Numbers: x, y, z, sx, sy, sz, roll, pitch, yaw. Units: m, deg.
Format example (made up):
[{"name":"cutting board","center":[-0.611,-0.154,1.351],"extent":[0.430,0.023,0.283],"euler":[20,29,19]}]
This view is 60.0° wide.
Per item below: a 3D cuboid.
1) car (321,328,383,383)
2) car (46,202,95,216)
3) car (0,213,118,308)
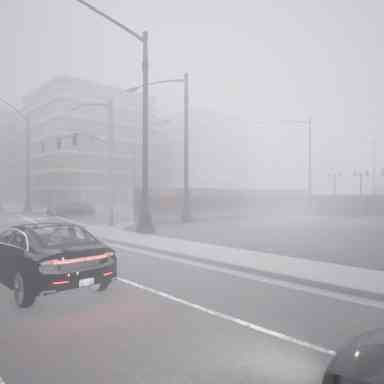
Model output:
[{"name":"car","center":[3.182,1.505,1.596],"extent":[4.892,1.490,1.837],"euler":[0,0,38]},{"name":"car","center":[-10.979,1.563,30.274],"extent":[1.994,1.385,4.181],"euler":[0,0,44]},{"name":"car","center":[-3.658,1.491,8.056],"extent":[2.128,1.511,4.902],"euler":[0,0,-43]}]
